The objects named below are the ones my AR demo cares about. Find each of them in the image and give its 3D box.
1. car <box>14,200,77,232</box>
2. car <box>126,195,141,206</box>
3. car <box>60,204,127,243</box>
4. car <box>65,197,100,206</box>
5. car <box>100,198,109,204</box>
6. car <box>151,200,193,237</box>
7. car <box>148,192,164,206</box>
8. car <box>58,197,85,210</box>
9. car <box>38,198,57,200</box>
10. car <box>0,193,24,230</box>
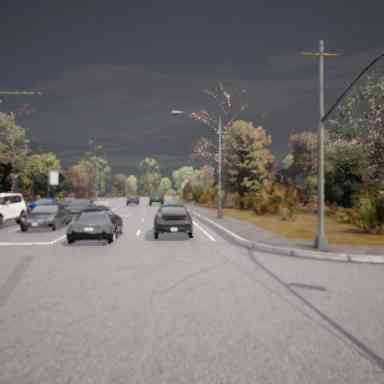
[{"bbox_3d":[-8.436,1.413,19.623,1.812,1.442,4.674,0,0,-6],"label":"car"},{"bbox_3d":[-8.807,1.267,49.706,1.837,1.490,4.892,0,0,-8],"label":"car"},{"bbox_3d":[-4.380,1.471,15.520,1.994,1.385,4.181,0,0,-5],"label":"car"},{"bbox_3d":[-9.506,1.337,28.816,1.837,1.490,4.892,0,0,-7],"label":"car"},{"bbox_3d":[-10.850,1.391,38.940,1.895,1.301,4.718,0,0,-8],"label":"car"},{"bbox_3d":[-1.014,1.396,17.172,1.837,1.490,4.892,0,0,-5],"label":"car"},{"bbox_3d":[-5.345,0.975,50.216,2.150,2.045,5.566,0,0,-8],"label":"car"},{"bbox_3d":[-14.613,1.340,40.594,2.033,1.411,5.357,0,0,-8],"label":"car"},{"bbox_3d":[-13.196,1.309,30.133,1.882,1.535,5.008,0,0,-7],"label":"car"},{"bbox_3d":[-12.031,1.111,20.321,2.150,2.045,5.566,0,0,-7],"label":"car"}]
